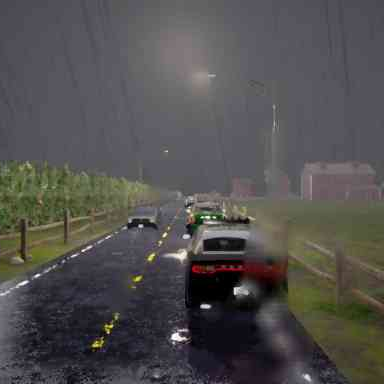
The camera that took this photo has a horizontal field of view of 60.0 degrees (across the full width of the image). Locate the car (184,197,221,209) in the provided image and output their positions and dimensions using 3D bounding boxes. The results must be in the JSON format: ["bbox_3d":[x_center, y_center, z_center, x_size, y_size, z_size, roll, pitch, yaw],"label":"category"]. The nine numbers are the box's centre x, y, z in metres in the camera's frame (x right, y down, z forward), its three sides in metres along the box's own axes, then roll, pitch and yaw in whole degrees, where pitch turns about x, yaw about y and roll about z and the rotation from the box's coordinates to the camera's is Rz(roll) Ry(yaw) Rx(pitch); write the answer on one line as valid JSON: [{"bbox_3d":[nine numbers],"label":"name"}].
[{"bbox_3d":[0.778,1.351,17.919,2.097,1.767,4.553,0,0,0],"label":"car"}]

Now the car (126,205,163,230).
[{"bbox_3d":[-2.905,1.548,21.480,2.033,1.411,5.357,0,0,0],"label":"car"}]

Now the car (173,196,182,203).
[{"bbox_3d":[-2.934,1.629,70.330,2.033,1.411,5.357,0,0,0],"label":"car"}]

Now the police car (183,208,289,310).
[{"bbox_3d":[0.804,1.425,8.058,1.930,1.638,5.238,0,0,0],"label":"police car"}]

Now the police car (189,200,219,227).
[{"bbox_3d":[0.762,1.425,24.058,1.930,1.638,5.238,0,0,0],"label":"police car"}]

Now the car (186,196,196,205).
[{"bbox_3d":[-0.163,1.539,62.734,1.882,1.535,5.008,0,0,0],"label":"car"}]

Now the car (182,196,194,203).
[{"bbox_3d":[-0.088,1.625,46.714,1.895,1.301,4.718,0,0,0],"label":"car"}]
